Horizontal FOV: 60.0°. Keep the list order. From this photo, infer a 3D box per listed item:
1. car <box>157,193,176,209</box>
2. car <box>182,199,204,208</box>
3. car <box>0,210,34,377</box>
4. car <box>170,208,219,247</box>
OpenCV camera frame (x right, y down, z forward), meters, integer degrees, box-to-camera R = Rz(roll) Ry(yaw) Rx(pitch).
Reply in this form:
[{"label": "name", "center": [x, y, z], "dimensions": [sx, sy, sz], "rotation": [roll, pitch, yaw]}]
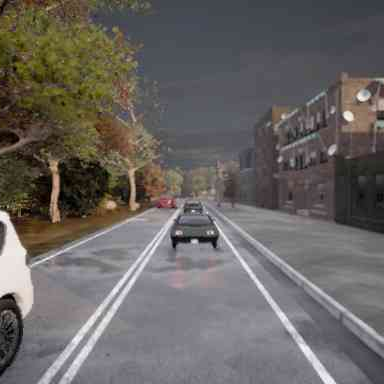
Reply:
[{"label": "car", "center": [-3.350, 1.195, 44.280], "dimensions": [2.150, 2.045, 5.566], "rotation": [0, 0, 0]}, {"label": "car", "center": [0.099, 1.485, 32.812], "dimensions": [1.837, 1.490, 4.892], "rotation": [0, 0, 0]}, {"label": "car", "center": [-3.351, 1.221, 2.558], "dimensions": [2.150, 2.045, 5.566], "rotation": [0, 0, 0]}, {"label": "car", "center": [0.100, 1.596, 14.981], "dimensions": [1.895, 1.301, 4.718], "rotation": [0, 0, 0]}]
